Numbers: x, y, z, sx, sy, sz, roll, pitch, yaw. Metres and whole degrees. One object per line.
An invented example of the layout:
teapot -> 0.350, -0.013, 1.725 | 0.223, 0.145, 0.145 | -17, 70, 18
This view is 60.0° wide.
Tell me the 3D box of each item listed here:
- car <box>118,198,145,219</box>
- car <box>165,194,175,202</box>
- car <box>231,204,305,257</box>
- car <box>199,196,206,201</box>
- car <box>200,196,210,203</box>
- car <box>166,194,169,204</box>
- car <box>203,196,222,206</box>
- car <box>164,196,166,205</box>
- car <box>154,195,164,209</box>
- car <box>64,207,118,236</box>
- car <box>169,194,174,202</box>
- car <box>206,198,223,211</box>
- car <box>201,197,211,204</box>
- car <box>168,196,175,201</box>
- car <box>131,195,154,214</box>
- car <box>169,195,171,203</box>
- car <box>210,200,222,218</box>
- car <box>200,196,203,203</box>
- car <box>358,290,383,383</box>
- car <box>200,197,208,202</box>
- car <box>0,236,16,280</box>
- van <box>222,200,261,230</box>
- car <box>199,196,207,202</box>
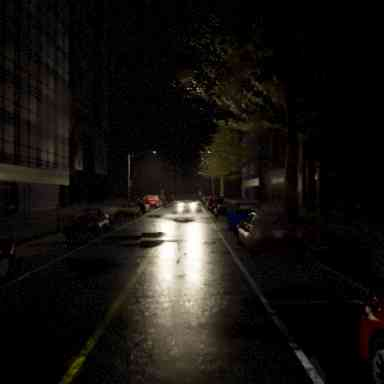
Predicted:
car -> -5.669, 1.555, 29.665 | 1.752, 1.417, 4.829 | 0, 0, 0
car -> -5.672, 1.529, 86.221 | 2.192, 1.841, 5.009 | 0, 0, 0
car -> 2.857, 1.451, 12.906 | 1.967, 1.590, 4.097 | 0, 0, 0
car -> 2.853, 1.806, 91.858 | 1.947, 1.339, 4.313 | 0, 0, 0
car -> 2.854, 1.607, 74.941 | 1.967, 1.590, 4.097 | 0, 0, 0
car -> -5.670, 1.425, 58.028 | 2.192, 1.841, 5.009 | 0, 0, 0
car -> 2.855, 1.375, 41.103 | 2.192, 1.841, 5.009 | 0, 0, 0
car -> -5.670, 1.659, 52.390 | 1.947, 1.339, 4.313 | 0, 0, 0
car -> -5.670, 1.392, 46.751 | 2.192, 1.841, 5.009 | 0, 0, 0
car -> -5.668, 1.598, 18.557 | 1.802, 1.307, 4.206 | 0, 0, 0
car -> -5.671, 1.733, 74.945 | 1.947, 1.339, 4.313 | 0, 0, 0
car -> 2.855, 1.610, 35.462 | 1.947, 1.339, 4.313 | 0, 0, 0
car -> 2.854, 1.729, 69.300 | 1.802, 1.307, 4.206 | 0, 0, 0
car -> -5.672, 1.823, 91.860 | 1.802, 1.307, 4.206 | 0, 0, 0
car -> -5.670, 1.360, 35.473 | 2.192, 1.841, 5.009 | 0, 0, 0
car -> -5.670, 1.672, 63.667 | 1.887, 1.381, 4.507 | 0, 0, 0
car -> 2.856, 1.612, 29.825 | 1.802, 1.307, 4.206 | 0, 0, 0
car -> 2.855, 1.675, 58.021 | 1.947, 1.339, 4.313 | 0, 0, 0
car -> 2.858, 1.317, 1.626 | 2.192, 1.841, 5.009 | 0, 0, 0
car -> 2.854, 1.772, 80.579 | 1.802, 1.307, 4.206 | 0, 0, 0
car -> -5.668, 1.551, 7.279 | 1.887, 1.381, 4.507 | 0, 0, 0
van -> 2.857, 1.357, 18.546 | 1.690, 1.788, 3.998 | 0, 0, 0
car -> 2.854, 1.780, 86.218 | 1.947, 1.339, 4.313 | 0, 0, 0
